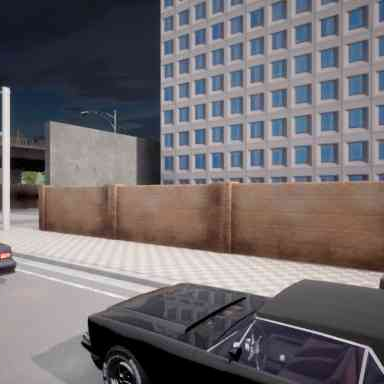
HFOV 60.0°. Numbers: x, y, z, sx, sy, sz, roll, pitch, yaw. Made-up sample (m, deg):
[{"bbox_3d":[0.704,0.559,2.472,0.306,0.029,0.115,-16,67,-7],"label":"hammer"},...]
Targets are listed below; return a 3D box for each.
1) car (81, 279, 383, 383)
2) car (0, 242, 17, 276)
[{"bbox_3d":[1.042,1.601,3.242,4.718,1.301,1.895,0,0,36],"label":"car"},{"bbox_3d":[-6.762,1.547,8.821,5.357,1.411,2.033,0,0,36],"label":"car"}]
